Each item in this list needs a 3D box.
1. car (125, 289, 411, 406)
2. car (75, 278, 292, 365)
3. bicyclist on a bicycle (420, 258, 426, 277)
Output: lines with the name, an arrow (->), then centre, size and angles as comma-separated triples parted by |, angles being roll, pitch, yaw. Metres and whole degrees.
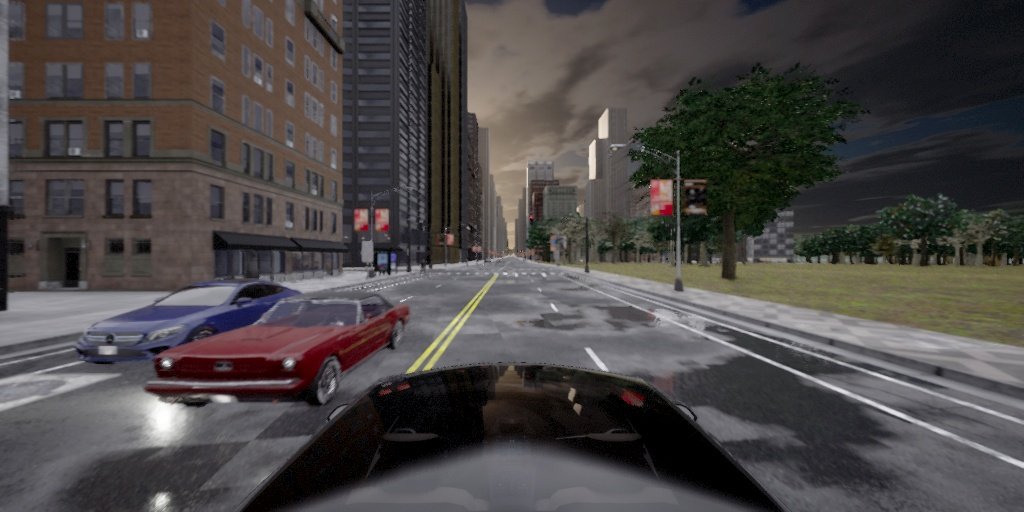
car -> -3.349, 1.350, 6.364 | 1.895, 1.301, 4.718 | 0, 0, 0
car -> -6.598, 1.275, 8.181 | 1.812, 1.442, 4.674 | 0, 0, 0
bicyclist on a bicycle -> -8.739, 1.118, 35.145 | 0.659, 1.776, 1.843 | 0, 0, 0
